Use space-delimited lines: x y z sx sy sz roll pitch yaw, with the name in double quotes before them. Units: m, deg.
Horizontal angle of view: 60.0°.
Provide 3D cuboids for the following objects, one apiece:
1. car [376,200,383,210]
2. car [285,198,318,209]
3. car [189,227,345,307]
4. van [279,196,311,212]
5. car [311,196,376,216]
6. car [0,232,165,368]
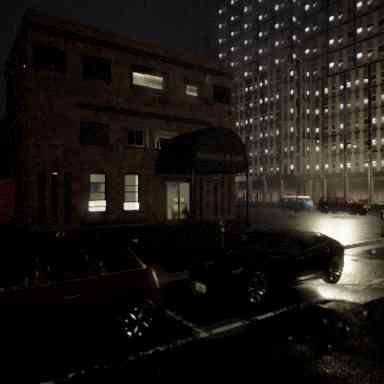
"car" 21.760 1.543 37.791 2.008 1.369 4.403 0 0 -35
"car" 15.428 1.558 46.886 1.802 1.307 4.206 0 0 -35
"car" 1.951 1.572 8.023 4.313 1.339 1.947 0 0 -35
"van" 11.715 1.361 37.549 1.690 1.788 3.998 0 0 -35
"car" 14.880 1.343 33.002 2.192 1.841 5.009 0 0 -35
"car" -2.514 1.441 4.774 4.097 1.590 1.967 0 0 -35
